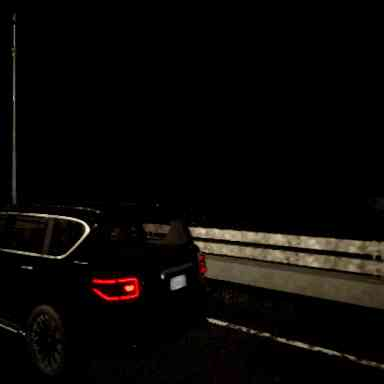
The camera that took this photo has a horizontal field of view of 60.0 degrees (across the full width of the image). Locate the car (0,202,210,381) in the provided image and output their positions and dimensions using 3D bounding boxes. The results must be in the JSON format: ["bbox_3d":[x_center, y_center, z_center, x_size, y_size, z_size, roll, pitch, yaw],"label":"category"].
[{"bbox_3d":[-2.349,1.195,5.667,5.566,2.045,2.150,0,0,35],"label":"car"}]
